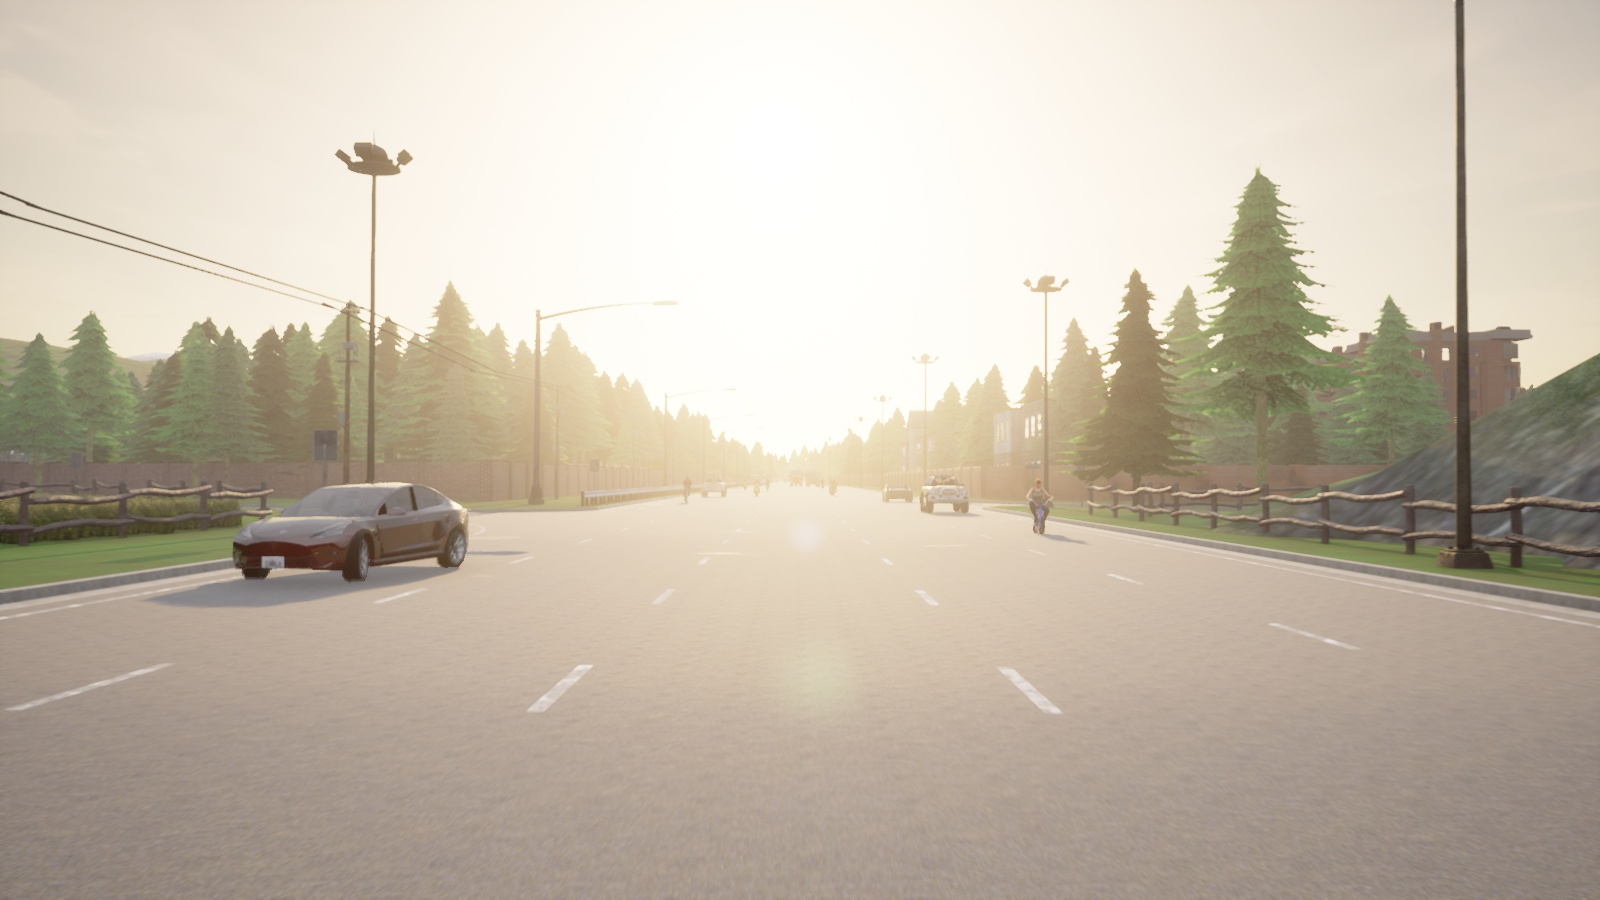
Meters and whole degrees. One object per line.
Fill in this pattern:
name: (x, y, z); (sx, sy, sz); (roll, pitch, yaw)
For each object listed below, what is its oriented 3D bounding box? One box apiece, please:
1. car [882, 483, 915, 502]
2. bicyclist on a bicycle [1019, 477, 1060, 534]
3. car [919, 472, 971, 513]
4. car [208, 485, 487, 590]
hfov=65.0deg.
car: (6.753, 2.911, 86.751); (1.895, 1.301, 4.718); (0, -1, 0)
bicyclist on a bicycle: (6.900, 1.575, 36.249); (0.866, 1.612, 1.509); (0, -1, 0)
car: (6.829, 1.999, 59.657); (1.932, 1.855, 4.605); (0, -2, 0)
car: (-7.172, 1.331, 20.555); (2.163, 1.488, 4.792); (-1, -1, 11)
